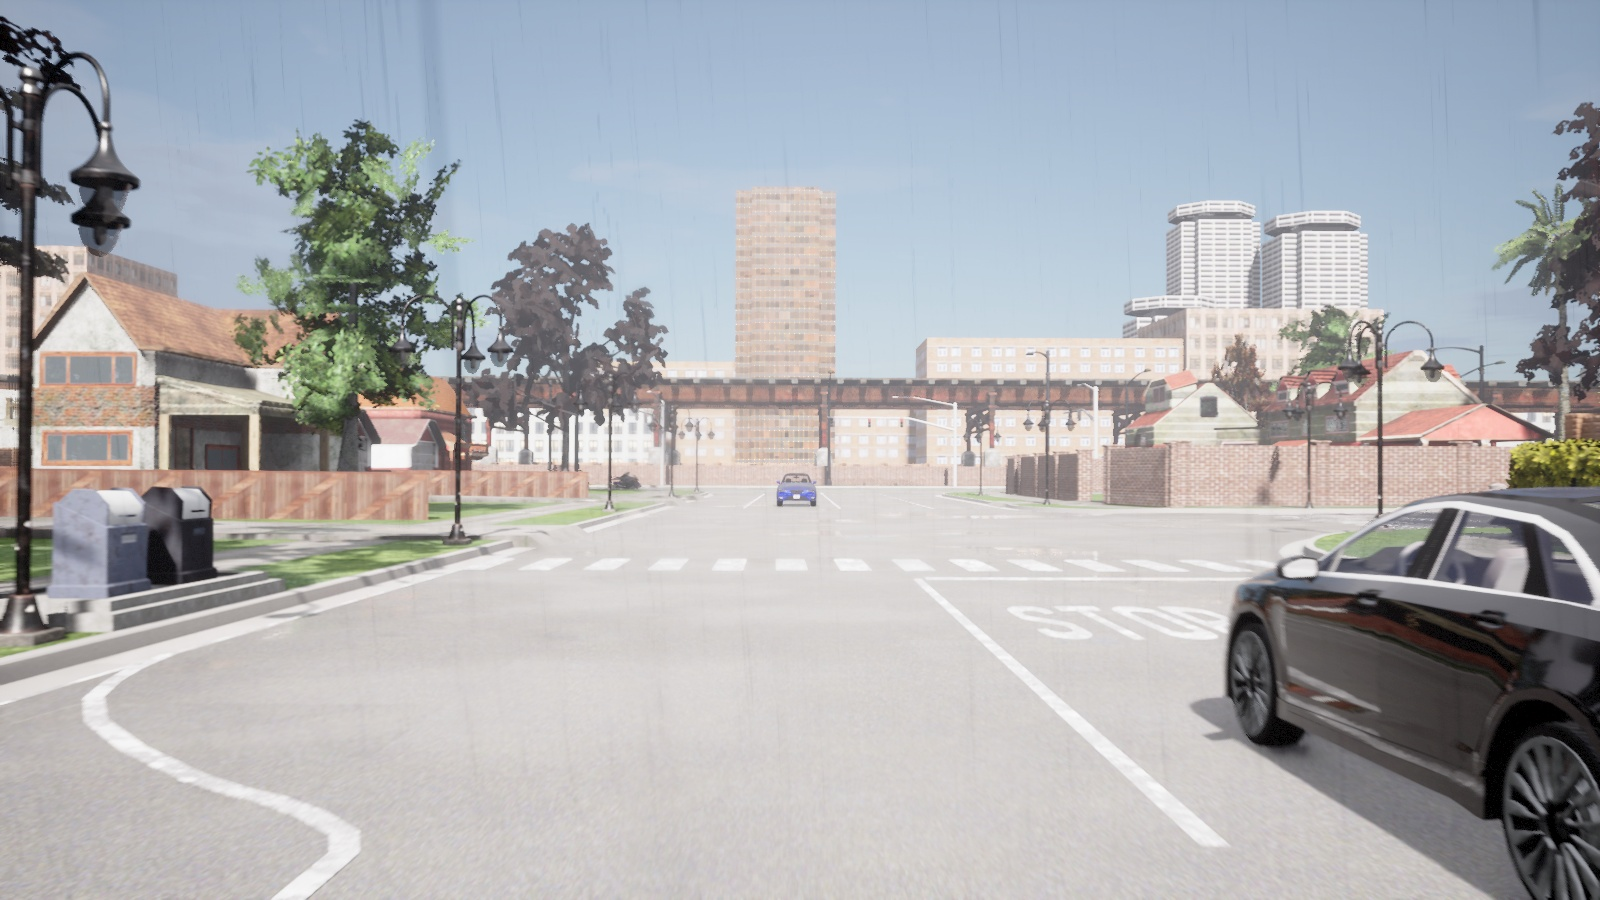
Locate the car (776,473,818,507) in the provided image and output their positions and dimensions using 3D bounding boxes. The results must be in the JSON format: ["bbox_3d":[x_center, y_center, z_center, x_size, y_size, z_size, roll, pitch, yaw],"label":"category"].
[{"bbox_3d":[-0.139,1.777,56.610,1.816,1.474,4.193,0,-1,0],"label":"car"}]

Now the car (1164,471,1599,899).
[{"bbox_3d":[3.485,0.855,5.864,2.128,1.511,4.902,0,-1,0],"label":"car"}]
